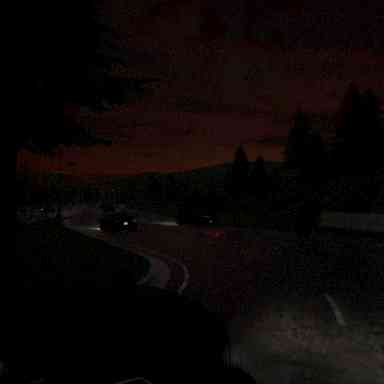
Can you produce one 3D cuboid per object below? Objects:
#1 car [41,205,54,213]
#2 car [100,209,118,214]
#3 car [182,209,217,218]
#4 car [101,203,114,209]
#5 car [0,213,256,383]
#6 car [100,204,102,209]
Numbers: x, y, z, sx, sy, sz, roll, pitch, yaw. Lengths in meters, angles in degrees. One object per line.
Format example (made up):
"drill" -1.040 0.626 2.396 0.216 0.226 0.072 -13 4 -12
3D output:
"car" -28.232 3.327 64.945 1.882 1.535 5.008 0 -2 -17
"car" -5.711 2.276 25.503 1.994 1.385 4.181 0 -2 -29
"car" 0.358 2.252 28.975 2.128 1.511 4.902 0 -2 -29
"car" -16.574 3.332 66.487 1.882 1.535 5.008 0 -2 -17
"car" -2.142 1.293 1.887 5.566 2.045 2.150 1 -1 -35
"car" -23.968 3.880 90.261 2.097 1.767 4.553 0 -2 -17
